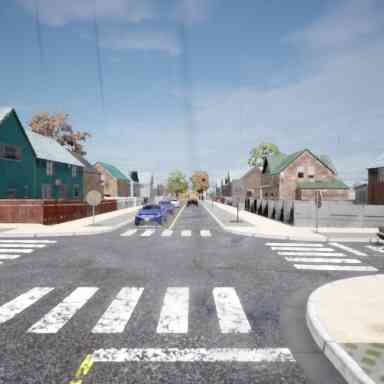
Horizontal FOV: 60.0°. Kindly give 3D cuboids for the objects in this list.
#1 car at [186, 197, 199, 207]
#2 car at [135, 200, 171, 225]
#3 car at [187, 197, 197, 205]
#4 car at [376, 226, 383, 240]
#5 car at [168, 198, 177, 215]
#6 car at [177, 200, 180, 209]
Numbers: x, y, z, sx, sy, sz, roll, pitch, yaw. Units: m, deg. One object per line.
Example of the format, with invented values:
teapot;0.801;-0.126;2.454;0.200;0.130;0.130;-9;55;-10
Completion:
car;0.095;1.711;55.926;1.837;1.490;4.892;0;0;1
car;-2.877;1.557;24.276;1.812;1.442;4.674;0;0;2
car;0.053;1.772;66.173;1.882;1.535;5.008;0;-1;0
car;10.431;1.745;13.879;4.718;1.301;1.895;1;1;2
car;-2.821;1.592;34.359;1.812;1.442;4.674;0;0;0
car;-2.795;1.675;48.543;1.812;1.442;4.674;0;0;0
